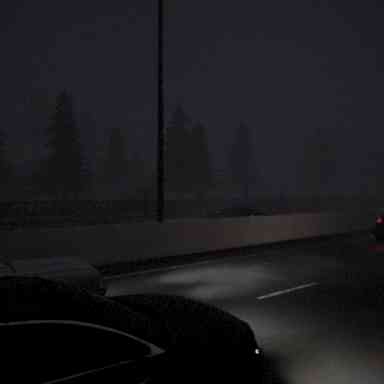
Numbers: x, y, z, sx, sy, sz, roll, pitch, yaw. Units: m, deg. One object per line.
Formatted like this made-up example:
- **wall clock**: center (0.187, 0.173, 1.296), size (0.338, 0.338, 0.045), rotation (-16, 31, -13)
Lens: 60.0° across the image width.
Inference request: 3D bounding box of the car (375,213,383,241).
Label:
- **car**: center (10.603, 1.352, 15.605), size (4.553, 1.767, 2.097), rotation (0, 0, -36)

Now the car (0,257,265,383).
- **car**: center (-1.509, 1.506, 2.670), size (4.892, 1.490, 1.837), rotation (0, 0, -35)

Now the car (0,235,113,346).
- **car**: center (-3.864, 1.601, 5.289), size (4.718, 1.301, 1.895), rotation (0, 0, -35)

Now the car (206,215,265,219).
- **car**: center (2.595, 1.601, 18.713), size (4.718, 1.301, 1.895), rotation (0, 0, -35)
